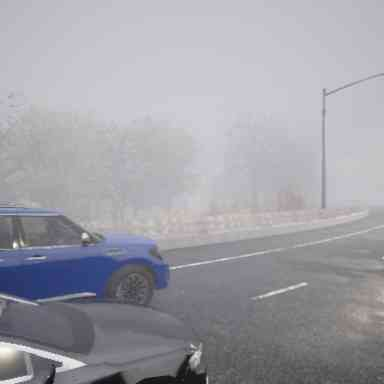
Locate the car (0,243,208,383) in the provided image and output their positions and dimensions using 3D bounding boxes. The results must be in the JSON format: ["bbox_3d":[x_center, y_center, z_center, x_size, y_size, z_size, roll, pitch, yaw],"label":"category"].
[{"bbox_3d":[-2.071,1.490,2.399,4.902,1.511,2.128,1,0,-36],"label":"car"}]

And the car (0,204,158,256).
[{"bbox_3d":[-3.109,1.236,5.922,5.566,2.045,2.150,1,0,-37],"label":"car"}]
